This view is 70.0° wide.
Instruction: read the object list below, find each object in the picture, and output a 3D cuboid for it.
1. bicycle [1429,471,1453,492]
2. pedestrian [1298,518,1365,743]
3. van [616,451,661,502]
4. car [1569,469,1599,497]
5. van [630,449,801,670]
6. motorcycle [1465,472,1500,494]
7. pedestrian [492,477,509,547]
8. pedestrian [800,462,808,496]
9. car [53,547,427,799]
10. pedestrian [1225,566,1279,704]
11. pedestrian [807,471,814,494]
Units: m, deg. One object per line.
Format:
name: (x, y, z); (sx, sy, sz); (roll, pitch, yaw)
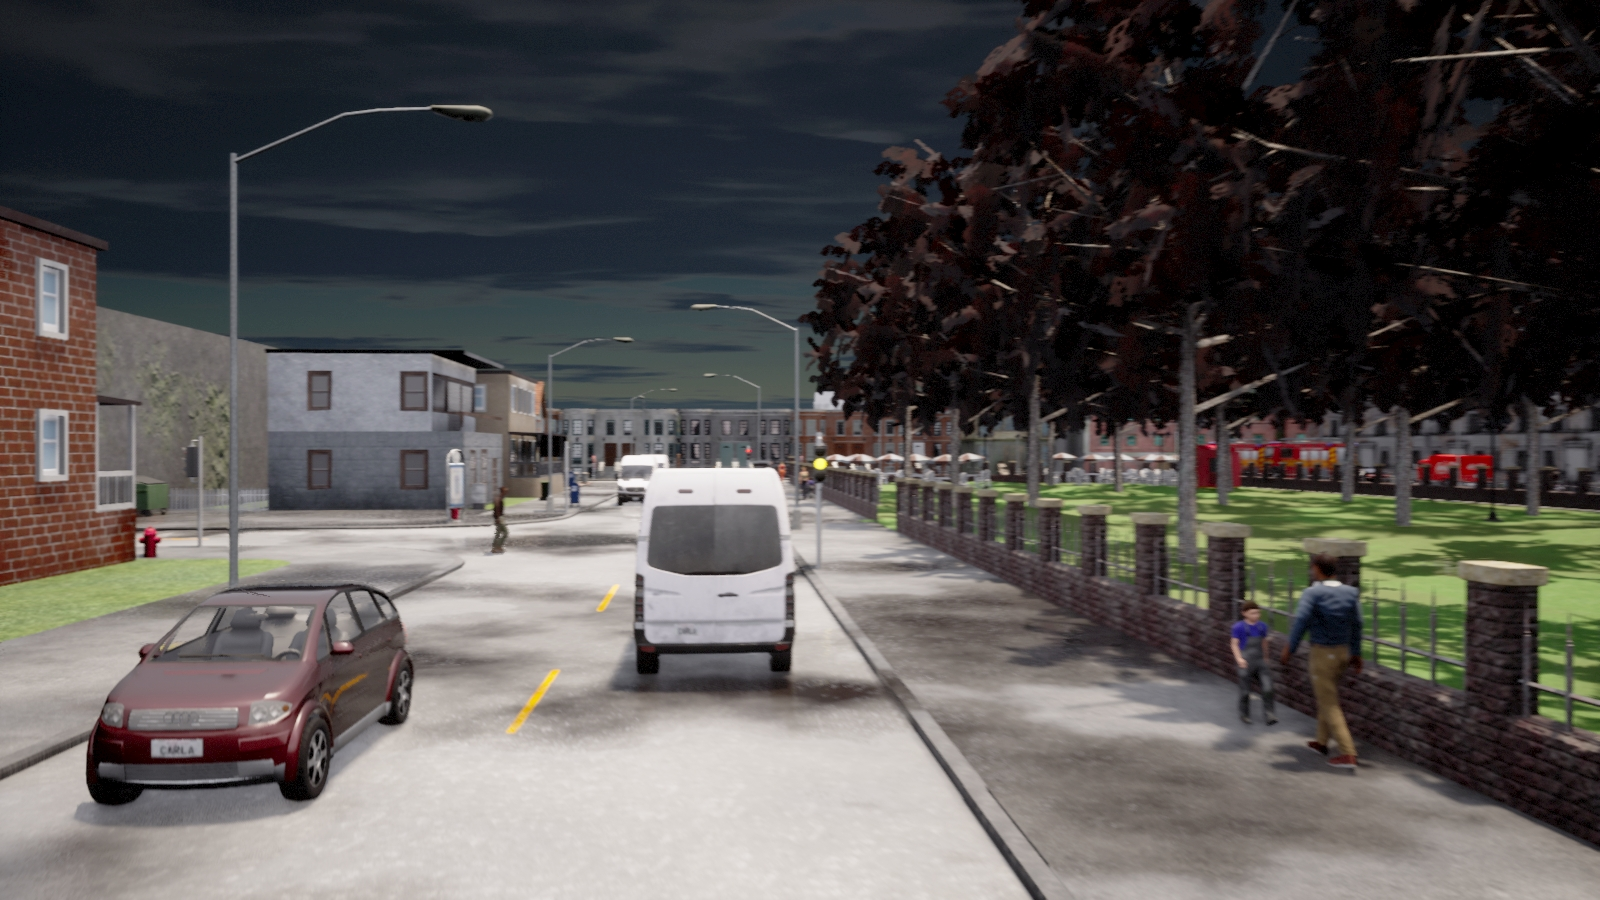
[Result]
bicycle: (40.142, 1.946, 71.576); (0.329, 1.271, 1.835); (0, 0, -4)
pedestrian: (4.550, 1.528, 9.794); (0.375, 1.860, 0.375); (0, 0, -10)
van: (-8.477, 1.353, 60.382); (1.988, 2.561, 5.915); (0, 0, -4)
car: (44.791, 1.825, 62.325); (2.128, 1.511, 4.902); (0, 0, -4)
van: (-1.211, 1.319, 16.266); (1.988, 2.561, 5.915); (0, -1, -4)
motorcycle: (40.405, 1.966, 67.667); (0.856, 1.236, 1.805); (0, 0, -4)
pedestrian: (-8.040, 1.651, 30.648); (0.375, 1.860, 0.375); (0, 0, -4)
pedestrian: (0.228, 1.557, 61.813); (0.375, 1.860, 0.375); (0, 0, -11)
car: (-4.776, 1.816, 10.384); (1.789, 1.549, 3.705); (0, 0, -4)
pedestrian: (4.446, 1.809, 11.249); (0.375, 1.300, 0.375); (0, 0, -1)
pedestrian: (0.579, 1.838, 64.679); (0.375, 1.300, 0.375); (0, 0, -3)
